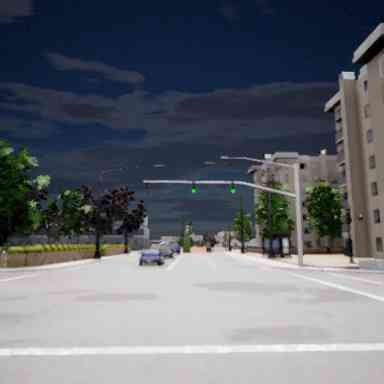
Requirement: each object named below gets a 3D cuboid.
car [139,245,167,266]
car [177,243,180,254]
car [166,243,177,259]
[{"bbox_3d":[-3.550,5.793,29.910,1.812,1.442,4.674,0,-9,0],"label":"car"},{"bbox_3d":[-3.399,10.352,60.584,2.150,2.045,5.566,0,-9,0],"label":"car"},{"bbox_3d":[-3.519,7.708,43.204,2.097,1.767,4.553,0,-9,0],"label":"car"}]
